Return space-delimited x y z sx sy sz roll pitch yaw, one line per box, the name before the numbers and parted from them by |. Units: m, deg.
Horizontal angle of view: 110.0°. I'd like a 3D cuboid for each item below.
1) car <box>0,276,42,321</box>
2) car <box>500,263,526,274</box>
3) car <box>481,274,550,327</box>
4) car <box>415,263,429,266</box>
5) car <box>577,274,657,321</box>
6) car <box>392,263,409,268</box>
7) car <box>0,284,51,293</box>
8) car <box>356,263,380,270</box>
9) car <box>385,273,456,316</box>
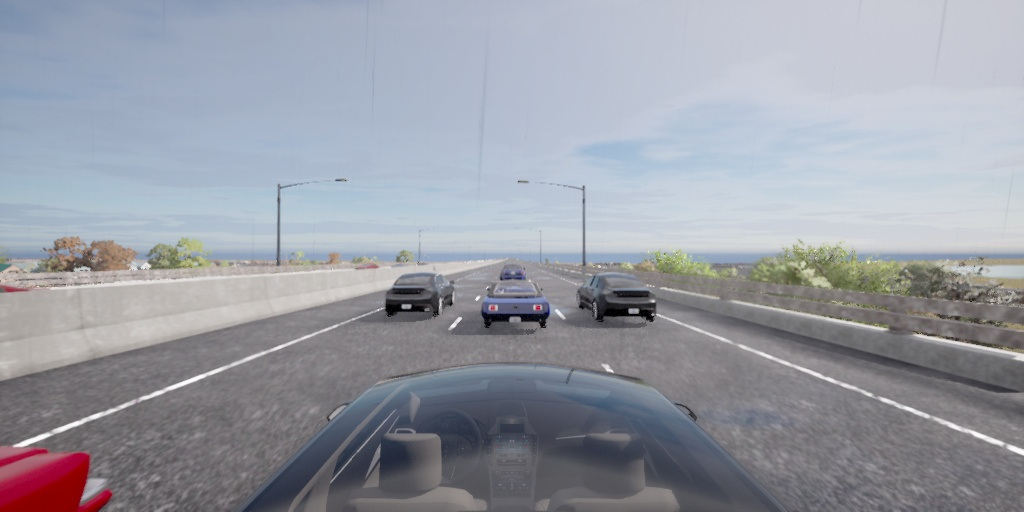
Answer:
car | -17.606 1.384 9.964 2.033 1.411 5.357 0 -1 0
car | 0.079 1.402 30.255 2.097 1.767 4.553 0 -1 0
car | 0.093 1.458 11.935 1.895 1.301 4.718 0 -1 0
car | -14.046 1.833 56.396 1.837 1.490 4.892 0 -1 0
car | 3.590 1.376 12.994 1.837 1.490 4.892 0 0 0
car | -17.543 1.876 56.913 2.033 1.411 5.357 0 -1 0
car | -14.105 1.296 8.213 1.882 1.535 5.008 0 -1 0
car | -21.079 1.760 52.536 1.882 1.535 5.008 0 -1 0
car | -3.410 1.386 13.993 1.837 1.490 4.892 0 0 0
